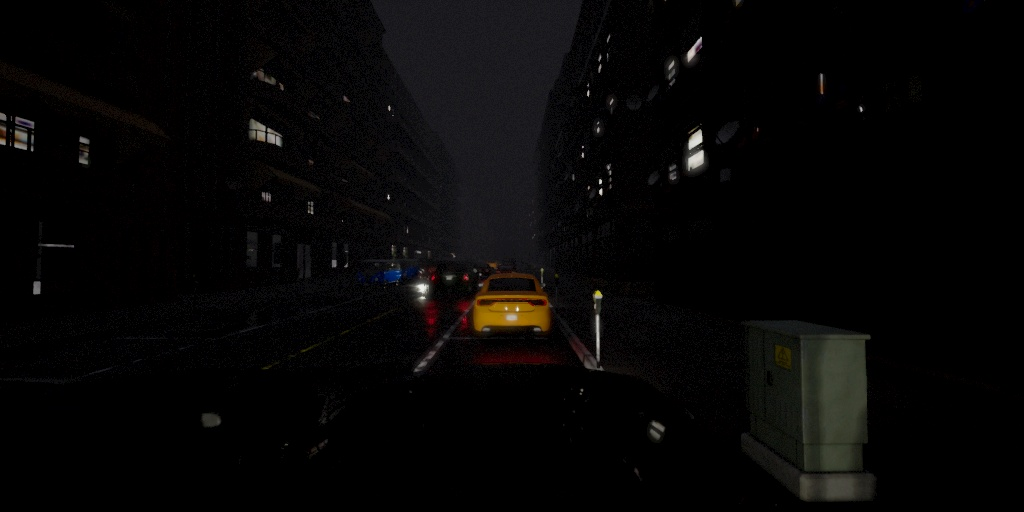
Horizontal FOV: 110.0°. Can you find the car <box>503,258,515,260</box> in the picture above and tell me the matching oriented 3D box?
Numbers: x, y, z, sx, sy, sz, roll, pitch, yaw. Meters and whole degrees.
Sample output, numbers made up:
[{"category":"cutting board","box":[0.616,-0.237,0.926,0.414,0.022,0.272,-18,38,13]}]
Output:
[{"category":"car","box":[-0.429,1.240,39.132,1.967,1.591,4.097,0,0,0]}]

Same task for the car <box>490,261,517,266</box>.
[{"category":"car","box":[-0.441,1.322,28.071,1.888,1.381,4.507,0,0,0]}]

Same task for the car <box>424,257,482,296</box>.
[{"category":"car","box":[-3.013,1.114,19.348,2.097,1.767,4.553,0,0,0]}]

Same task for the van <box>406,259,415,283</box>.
[{"category":"van","box":[-8.324,1.118,28.136,1.690,1.789,3.998,0,0,0]}]

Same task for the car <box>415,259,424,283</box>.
[{"category":"car","box":[-5.855,1.129,28.342,2.097,1.767,4.553,0,0,0]}]

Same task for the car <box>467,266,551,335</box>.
[{"category":"car","box":[-0.002,1.233,10.501,1.882,1.535,5.008,0,0,0]}]

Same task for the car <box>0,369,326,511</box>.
[{"category":"car","box":[-2.926,1.297,1.366,2.033,1.411,5.357,0,0,0]}]

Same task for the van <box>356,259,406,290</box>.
[{"category":"van","box":[-8.326,1.108,22.605,1.690,1.789,3.998,0,0,0]}]

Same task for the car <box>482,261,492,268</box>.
[{"category":"car","box":[-2.910,1.391,34.921,1.895,1.301,4.718,0,0,0]}]
